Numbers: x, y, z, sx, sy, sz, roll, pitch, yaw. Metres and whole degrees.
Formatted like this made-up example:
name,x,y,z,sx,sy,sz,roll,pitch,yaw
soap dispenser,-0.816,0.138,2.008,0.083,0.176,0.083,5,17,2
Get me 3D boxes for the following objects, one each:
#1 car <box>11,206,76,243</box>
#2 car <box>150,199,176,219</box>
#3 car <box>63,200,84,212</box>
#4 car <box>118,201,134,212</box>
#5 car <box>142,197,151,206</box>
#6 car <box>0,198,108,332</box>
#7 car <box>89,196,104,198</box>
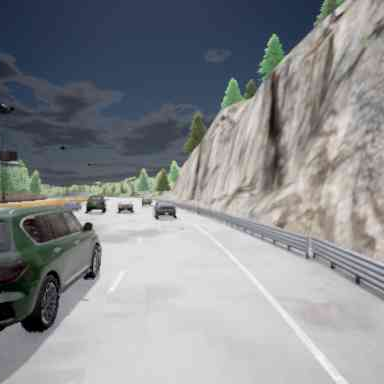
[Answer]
name,x,y,z,sx,sy,sz,roll,pitch,yaw
car,-7.876,1.621,18.174,1.882,1.535,5.008,0,0,-7
car,-2.580,1.614,30.543,1.837,1.490,4.892,0,0,-11
car,-16.014,1.859,45.096,2.033,1.411,5.357,-1,0,-12
car,-8.318,1.809,41.884,1.895,1.301,4.718,-1,0,-11
car,-8.444,1.753,62.265,2.128,1.511,4.902,-1,0,-10
car,-3.506,1.284,7.015,2.150,2.045,5.566,0,0,-3
car,-11.583,1.468,40.638,2.150,2.045,5.566,-1,0,-11
